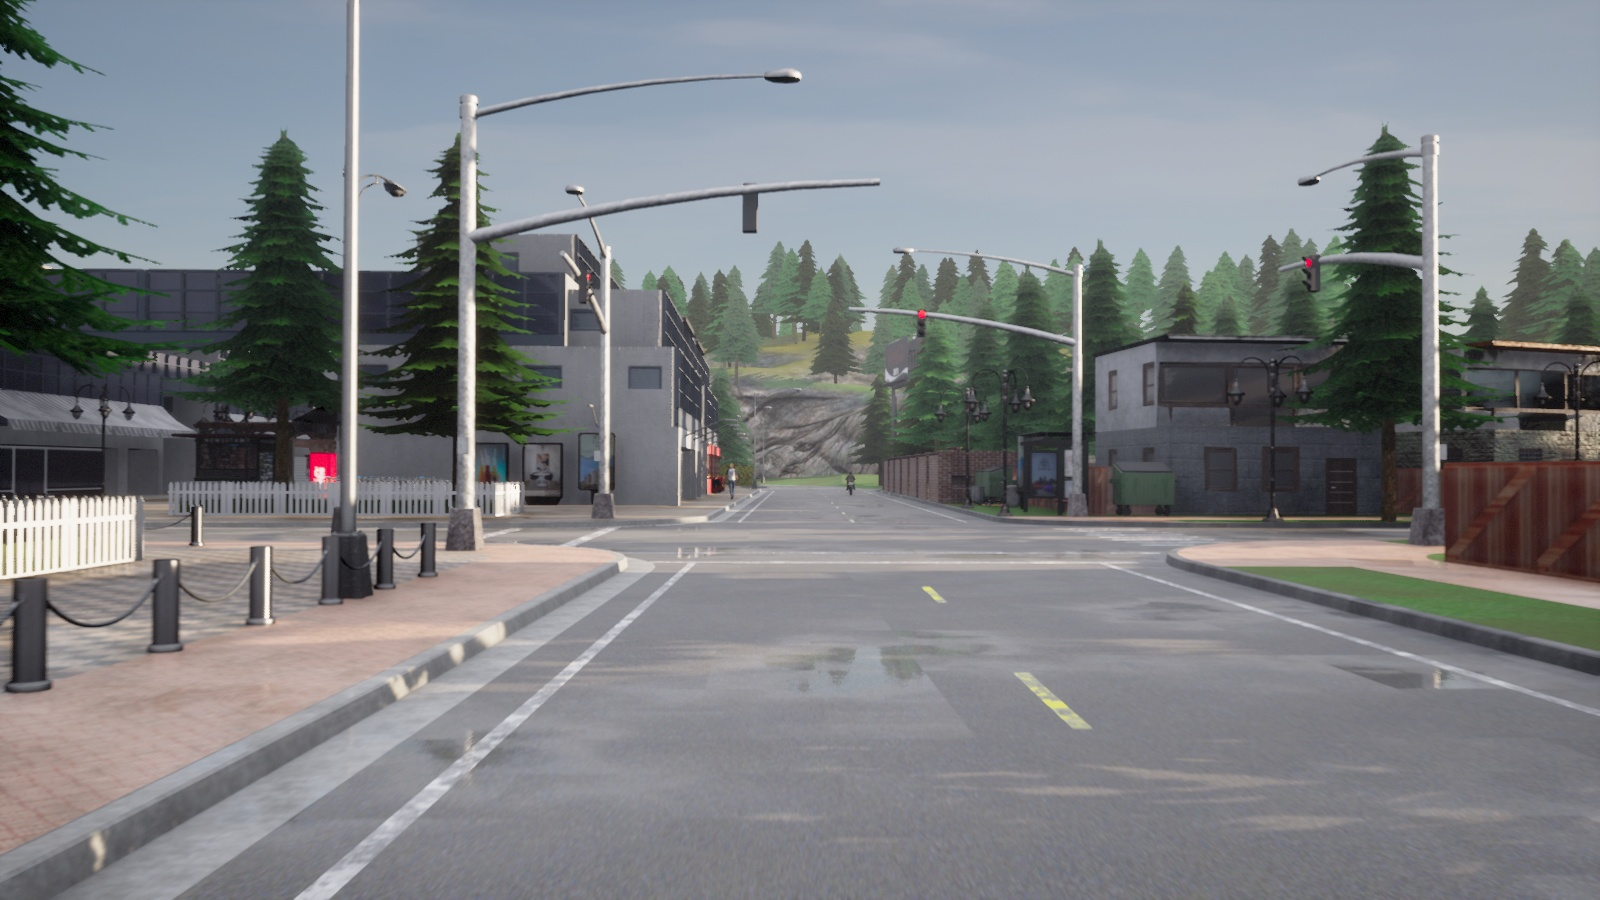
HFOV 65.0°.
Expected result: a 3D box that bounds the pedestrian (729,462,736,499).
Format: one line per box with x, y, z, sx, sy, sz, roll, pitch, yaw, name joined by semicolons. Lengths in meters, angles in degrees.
-3.363;1.535;62.474;0.354;1.836;0.706;0;-1;-3;pedestrian
